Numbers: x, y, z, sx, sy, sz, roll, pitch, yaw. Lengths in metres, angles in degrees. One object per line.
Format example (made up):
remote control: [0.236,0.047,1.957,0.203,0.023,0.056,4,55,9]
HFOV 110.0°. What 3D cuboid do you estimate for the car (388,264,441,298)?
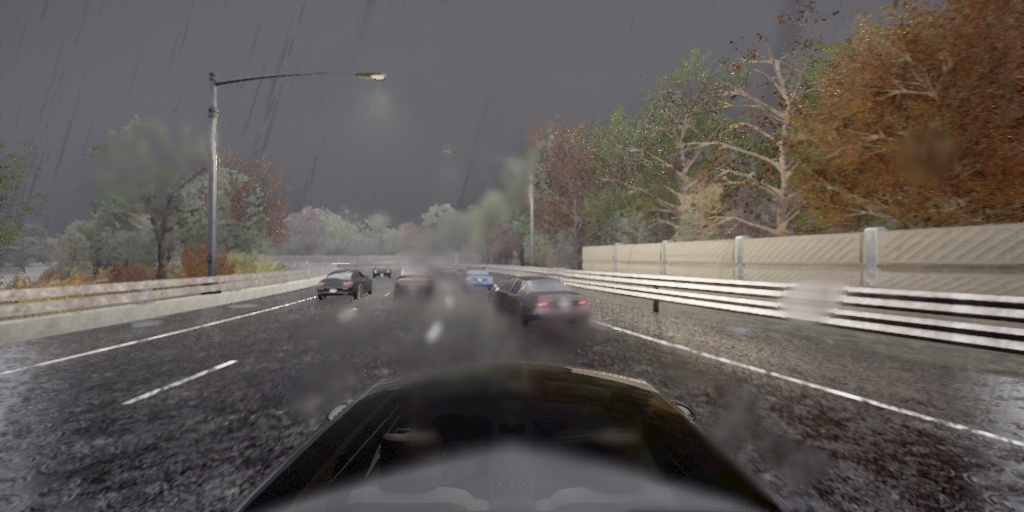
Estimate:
car: [-5.302,1.421,20.082,2.128,1.511,4.902,0,-1,-10]

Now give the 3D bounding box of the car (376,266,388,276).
car: [-14.635,1.731,40.152,1.895,1.301,4.718,0,-1,-21]

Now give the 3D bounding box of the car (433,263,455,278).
car: [-7.227,1.671,40.083,2.033,1.411,5.357,0,-1,-20]

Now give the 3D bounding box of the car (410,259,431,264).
car: [-10.139,1.457,37.957,2.097,1.767,4.553,0,-1,-19]

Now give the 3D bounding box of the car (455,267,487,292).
car: [-2.387,1.509,23.583,2.033,1.411,5.357,0,-1,-12]

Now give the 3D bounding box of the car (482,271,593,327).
car: [0.684,1.396,12.088,2.033,1.411,5.357,0,-1,-17]

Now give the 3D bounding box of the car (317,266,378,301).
car: [-8.603,1.446,18.744,1.812,1.442,4.674,0,-1,-9]
